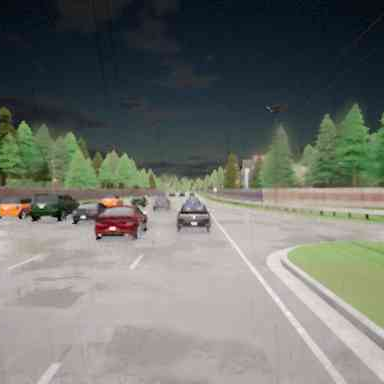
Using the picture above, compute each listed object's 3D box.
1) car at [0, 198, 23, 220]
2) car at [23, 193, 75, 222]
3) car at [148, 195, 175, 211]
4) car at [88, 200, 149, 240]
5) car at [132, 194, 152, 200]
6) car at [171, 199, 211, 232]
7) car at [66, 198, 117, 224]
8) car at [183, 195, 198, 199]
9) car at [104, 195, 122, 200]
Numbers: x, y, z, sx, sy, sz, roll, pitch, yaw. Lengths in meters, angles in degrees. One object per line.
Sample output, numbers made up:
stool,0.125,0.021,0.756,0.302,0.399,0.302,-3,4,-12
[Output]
car,-13.895,1.236,27.097,2.097,1.767,4.553,0,0,0
car,-10.397,1.112,25.646,2.150,2.045,5.566,0,0,0
car,-3.393,1.384,38.385,2.033,1.411,5.357,0,0,0
car,-3.397,1.406,16.691,1.882,1.535,5.008,0,0,0
car,-6.893,1.318,43.957,1.837,1.490,4.892,0,0,0
car,0.103,1.408,19.566,2.128,1.511,4.902,0,0,0
car,-6.911,1.426,23.383,1.812,1.442,4.674,0,0,0
car,0.107,1.384,38.466,2.033,1.411,5.357,0,0,0
car,-10.393,1.166,43.646,2.097,1.767,4.553,0,0,0
